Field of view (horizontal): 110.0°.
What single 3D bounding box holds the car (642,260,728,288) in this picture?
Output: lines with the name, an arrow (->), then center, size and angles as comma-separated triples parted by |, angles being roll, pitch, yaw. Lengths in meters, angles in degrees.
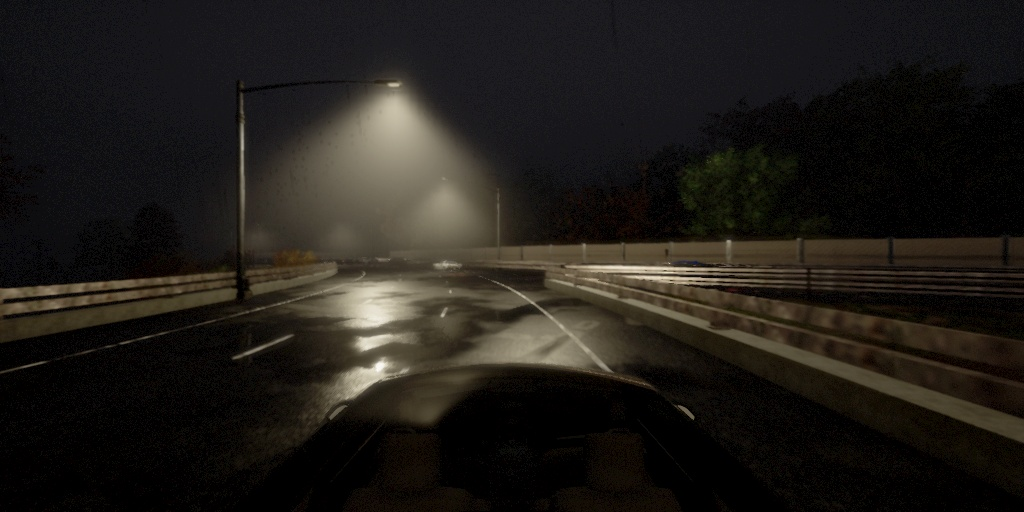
car -> 10.910, 1.047, 22.994 | 5.008, 1.535, 1.882 | 0, 0, 36

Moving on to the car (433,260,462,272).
car -> -8.035, 1.193, 44.062 | 1.895, 1.301, 4.718 | 0, 0, -35
